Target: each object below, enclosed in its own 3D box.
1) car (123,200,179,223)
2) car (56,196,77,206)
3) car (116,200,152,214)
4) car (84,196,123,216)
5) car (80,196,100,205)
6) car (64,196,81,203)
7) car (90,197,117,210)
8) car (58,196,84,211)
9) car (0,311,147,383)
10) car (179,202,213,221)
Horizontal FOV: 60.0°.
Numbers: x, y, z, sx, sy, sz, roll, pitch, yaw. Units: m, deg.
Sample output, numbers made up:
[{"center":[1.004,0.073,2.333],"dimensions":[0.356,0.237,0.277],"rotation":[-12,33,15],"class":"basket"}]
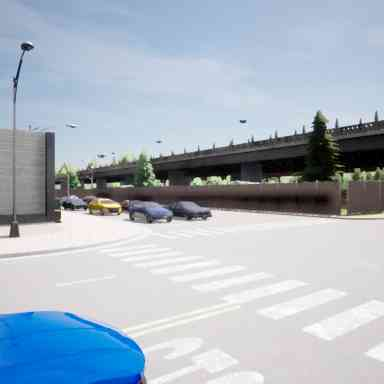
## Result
[{"center":[-3.209,1.470,25.009],"dimensions":[1.812,1.442,4.674],"rotation":[0,0,-36],"class":"car"},{"center":[-21.315,1.492,56.470],"dimensions":[2.033,1.411,5.357],"rotation":[0,0,-35],"class":"car"},{"center":[-6.176,1.545,35.183],"dimensions":[1.895,1.301,4.718],"rotation":[0,0,-35],"class":"car"},{"center":[-8.575,1.422,32.515],"dimensions":[1.882,1.535,5.008],"rotation":[0,0,-36],"class":"car"},{"center":[-17.819,1.422,57.828],"dimensions":[1.882,1.535,5.008],"rotation":[0,0,-36],"class":"car"},{"center":[-23.745,1.469,65.948],"dimensions":[1.812,1.442,4.674],"rotation":[0,0,-36],"class":"car"},{"center":[-11.438,1.470,42.568],"dimensions":[1.812,1.442,4.674],"rotation":[0,0,-36],"class":"car"},{"center":[-14.270,1.492,40.495],"dimensions":[2.033,1.411,5.357],"rotation":[0,0,-35],"class":"car"},{"center":[-2.633,1.478,1.896],"dimensions":[5.008,1.535,1.882],"rotation":[0,0,-36],"class":"car"},{"center":[-0.607,1.492,27.380],"dimensions":[2.033,1.411,5.357],"rotation":[0,0,-36],"class":"car"}]
